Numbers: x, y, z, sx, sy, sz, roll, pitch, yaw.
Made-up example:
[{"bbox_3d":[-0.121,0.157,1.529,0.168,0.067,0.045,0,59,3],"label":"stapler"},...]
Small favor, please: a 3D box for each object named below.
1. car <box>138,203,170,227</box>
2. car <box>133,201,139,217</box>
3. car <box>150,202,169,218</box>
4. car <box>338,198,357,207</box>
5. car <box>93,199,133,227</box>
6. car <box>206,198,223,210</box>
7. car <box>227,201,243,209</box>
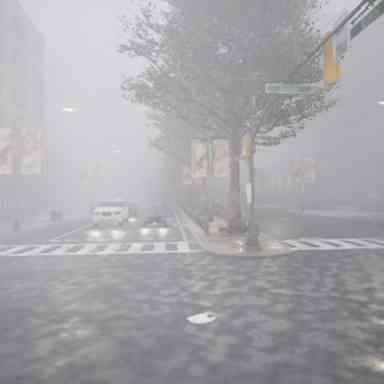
[{"bbox_3d":[-2.795,1.861,26.165,2.033,1.411,5.357,-1,-1,-4],"label":"car"},{"bbox_3d":[-7.022,1.821,36.612,2.097,1.767,4.553,-1,-1,-4],"label":"car"},{"bbox_3d":[-3.484,1.932,36.178,1.837,1.490,4.892,-1,-1,-4],"label":"car"},{"bbox_3d":[26.047,1.744,56.112,2.161,1.482,4.786,-1,-1,-4],"label":"car"},{"bbox_3d":[-6.334,1.576,26.583,2.150,2.045,5.566,-1,-1,-4],"label":"car"},{"bbox_3d":[3.576,2.013,50.564,1.837,1.490,4.892,-1,0,-4],"label":"car"},{"bbox_3d":[6.934,1.986,53.951,1.882,1.535,5.008,-1,-1,-4],"label":"car"}]
